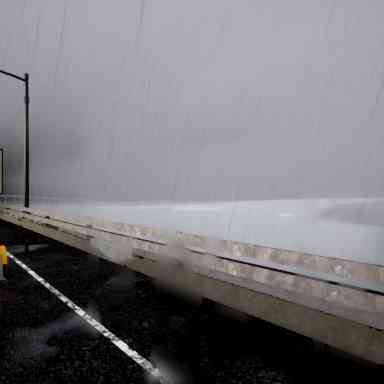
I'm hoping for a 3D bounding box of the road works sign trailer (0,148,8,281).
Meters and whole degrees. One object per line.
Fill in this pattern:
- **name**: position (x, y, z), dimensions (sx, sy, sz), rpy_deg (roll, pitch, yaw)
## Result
- **road works sign trailer**: position (-6.477, 0.468, 8.991), dimensions (2.380, 3.560, 2.880), rpy_deg (0, 0, -38)
